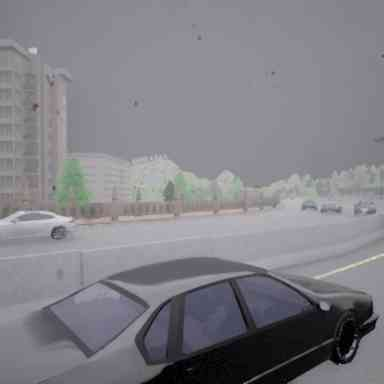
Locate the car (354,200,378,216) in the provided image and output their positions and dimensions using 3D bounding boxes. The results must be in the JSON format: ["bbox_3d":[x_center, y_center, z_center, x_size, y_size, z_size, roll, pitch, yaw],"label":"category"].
[{"bbox_3d":[17.726,1.620,33.874,2.128,1.511,4.902,0,0,31],"label":"car"}]

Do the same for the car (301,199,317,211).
[{"bbox_3d":[16.010,1.730,45.071,1.837,1.490,4.892,0,-1,26],"label":"car"}]

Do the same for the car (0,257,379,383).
[{"bbox_3d":[0.194,1.561,4.049,5.357,1.411,2.033,0,0,-38],"label":"car"}]

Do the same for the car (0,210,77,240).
[{"bbox_3d":[-7.898,1.599,15.759,4.674,1.442,1.812,0,0,-39],"label":"car"}]

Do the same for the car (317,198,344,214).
[{"bbox_3d":[15.718,1.688,37.298,1.812,1.442,4.674,0,-1,31],"label":"car"}]
